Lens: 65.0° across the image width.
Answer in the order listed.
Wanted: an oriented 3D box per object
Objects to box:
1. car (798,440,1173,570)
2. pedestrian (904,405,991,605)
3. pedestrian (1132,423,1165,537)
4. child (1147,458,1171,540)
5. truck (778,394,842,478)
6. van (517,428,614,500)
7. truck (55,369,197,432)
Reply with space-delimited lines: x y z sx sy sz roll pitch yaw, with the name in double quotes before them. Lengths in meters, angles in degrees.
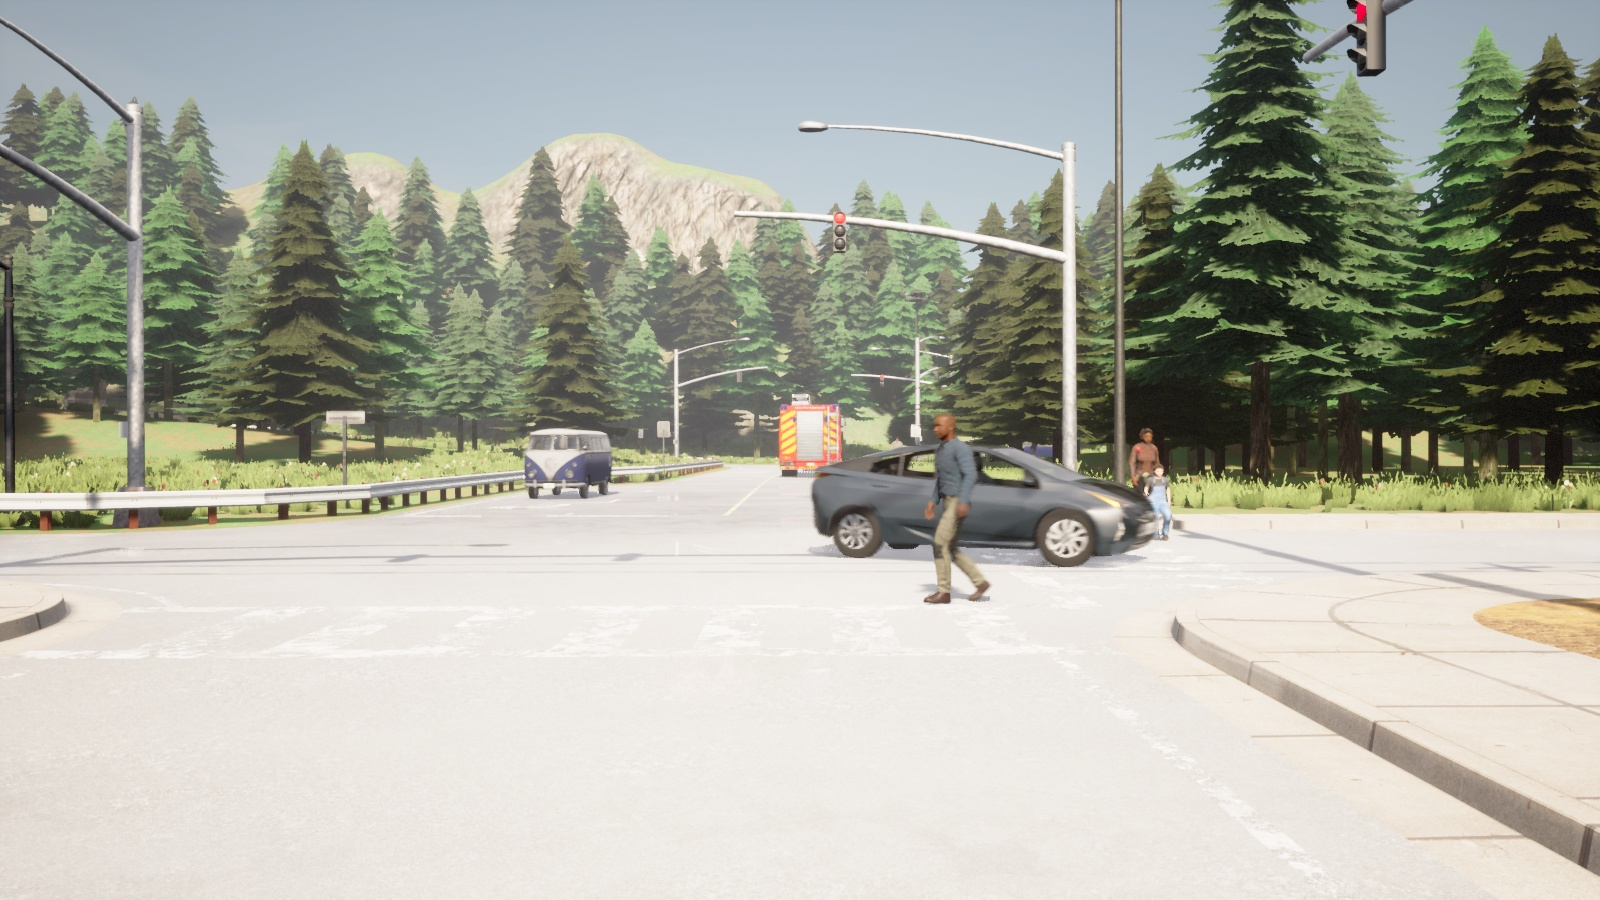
"car" 2.447 0.638 16.677 4.514 1.525 2.007 0 0 27
"pedestrian" 1.377 0.503 11.779 0.726 1.835 0.370 0 0 -13
"pedestrian" 5.627 0.477 20.294 0.328 1.805 0.869 0 0 2
"child" 5.600 0.760 19.594 0.270 1.263 0.437 0 0 1
"truck" 0.581 -0.660 61.508 2.891 3.827 8.468 0 0 2
"van" -6.741 0.375 36.588 1.775 1.987 4.442 0 0 3
"truck" -46.267 -3.328 86.345 7.936 3.462 2.891 6 -3 -38
